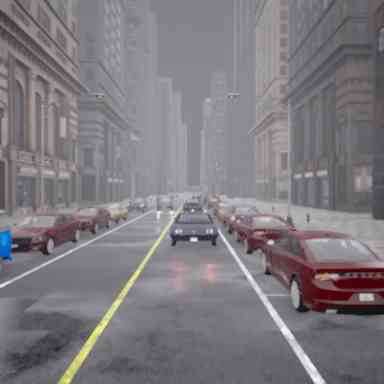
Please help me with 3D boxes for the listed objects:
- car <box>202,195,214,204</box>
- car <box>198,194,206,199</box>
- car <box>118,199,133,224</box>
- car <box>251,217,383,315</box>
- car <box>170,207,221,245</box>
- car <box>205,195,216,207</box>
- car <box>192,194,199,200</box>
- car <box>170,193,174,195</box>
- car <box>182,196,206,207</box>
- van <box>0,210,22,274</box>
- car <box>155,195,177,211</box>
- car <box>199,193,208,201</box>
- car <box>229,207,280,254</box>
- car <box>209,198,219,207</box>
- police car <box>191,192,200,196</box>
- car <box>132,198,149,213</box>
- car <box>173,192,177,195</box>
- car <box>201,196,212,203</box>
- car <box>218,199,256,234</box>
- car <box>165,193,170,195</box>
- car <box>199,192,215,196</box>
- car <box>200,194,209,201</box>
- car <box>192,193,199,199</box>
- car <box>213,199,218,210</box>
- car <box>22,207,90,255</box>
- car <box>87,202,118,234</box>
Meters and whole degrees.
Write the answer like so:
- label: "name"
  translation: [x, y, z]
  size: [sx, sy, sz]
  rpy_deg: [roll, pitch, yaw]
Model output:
- label: "car"
  translation: [2.743, 1.262, 57.904]
  size: [1.967, 1.590, 4.097]
  rpy_deg: [0, 0, 0]
- label: "car"
  translation: [2.735, 1.289, 91.515]
  size: [1.947, 1.339, 4.313]
  rpy_deg: [0, 0, 0]
- label: "car"
  translation: [-5.772, 1.450, 24.114]
  size: [1.752, 1.417, 4.829]
  rpy_deg: [0, 0, 0]
- label: "car"
  translation: [2.758, 1.521, 7.488]
  size: [1.887, 1.381, 4.507]
  rpy_deg: [0, 0, 0]
- label: "car"
  translation: [0.088, 1.553, 15.145]
  size: [1.895, 1.301, 4.718]
  rpy_deg: [0, 0, 0]
- label: "car"
  translation: [2.749, 1.417, 41.099]
  size: [1.887, 1.381, 4.507]
  rpy_deg: [0, 0, 0]
- label: "car"
  translation: [0.876, 1.245, 85.906]
  size: [1.837, 1.490, 4.892]
  rpy_deg: [0, 0, 0]
- label: "car"
  translation: [-5.786, 1.323, 74.703]
  size: [2.008, 1.369, 4.403]
  rpy_deg: [0, 0, 0]
- label: "car"
  translation: [0.085, 1.405, 32.045]
  size: [1.837, 1.490, 4.892]
  rpy_deg: [0, 0, 0]
- label: "van"
  translation: [-5.768, 1.317, 7.477]
  size: [1.690, 1.788, 3.998]
  rpy_deg: [0, 0, 0]
- label: "car"
  translation: [-3.105, 1.404, 39.088]
  size: [1.812, 1.442, 4.674]
  rpy_deg: [0, 0, 0]
- label: "car"
  translation: [2.737, 1.071, 80.311]
  size: [2.192, 1.841, 5.009]
  rpy_deg: [0, 0, 0]
- label: "car"
  translation: [2.756, 1.504, 13.091]
  size: [1.887, 1.381, 4.507]
  rpy_deg: [0, 0, 0]
- label: "car"
  translation: [2.752, 1.489, 29.896]
  size: [1.802, 1.307, 4.206]
  rpy_deg: [0, 0, 0]
- label: "police car"
  translation: [0.879, 1.194, 76.016]
  size: [1.930, 1.638, 5.238]
  rpy_deg: [0, 0, 0]
- label: "car"
  translation: [-5.776, 1.329, 35.488]
  size: [1.967, 1.590, 4.097]
  rpy_deg: [0, 0, 0]
- label: "car"
  translation: [-5.790, 1.054, 85.907]
  size: [2.192, 1.841, 5.009]
  rpy_deg: [0, 0, 0]
- label: "car"
  translation: [2.742, 1.371, 63.506]
  size: [1.947, 1.339, 4.313]
  rpy_deg: [0, 0, 0]
- label: "car"
  translation: [2.754, 1.382, 18.692]
  size: [1.967, 1.590, 4.097]
  rpy_deg: [0, 0, 0]
- label: "car"
  translation: [-5.783, 1.350, 63.498]
  size: [1.887, 1.381, 4.507]
  rpy_deg: [0, 0, 0]
- label: "car"
  translation: [2.745, 1.153, 52.302]
  size: [2.192, 1.841, 5.009]
  rpy_deg: [0, 0, 0]
- label: "car"
  translation: [2.739, 1.297, 74.879]
  size: [1.752, 1.417, 4.829]
  rpy_deg: [0, 0, 0]
- label: "car"
  translation: [0.855, 1.178, 92.097]
  size: [1.801, 1.575, 5.366]
  rpy_deg: [0, 0, 0]
- label: "car"
  translation: [2.753, 1.449, 24.464]
  size: [1.752, 1.417, 4.829]
  rpy_deg: [0, 0, 0]
- label: "car"
  translation: [-5.769, 1.504, 13.080]
  size: [1.887, 1.381, 4.507]
  rpy_deg: [0, 0, 0]
- label: "car"
  translation: [-5.770, 1.486, 18.681]
  size: [1.887, 1.381, 4.507]
  rpy_deg: [0, 0, 0]
